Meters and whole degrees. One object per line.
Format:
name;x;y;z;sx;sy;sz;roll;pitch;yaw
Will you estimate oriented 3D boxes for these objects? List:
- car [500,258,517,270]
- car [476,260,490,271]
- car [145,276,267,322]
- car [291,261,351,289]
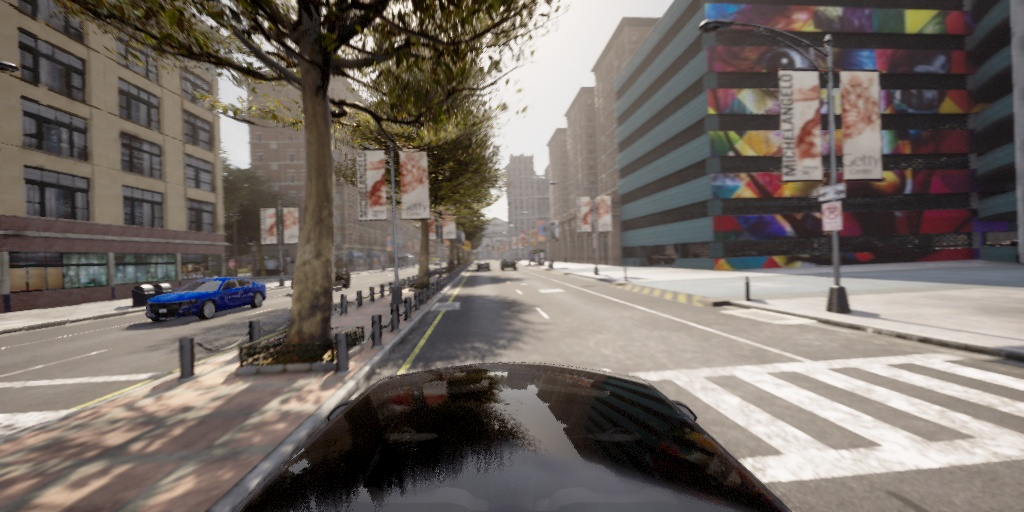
car;-0.571;1.078;51.399;2.097;1.767;4.553;-2;0;-5
car;-4.108;1.349;51.584;2.128;1.511;4.902;-2;0;-5
car;-12.631;1.682;15.226;1.882;1.535;5.008;-2;0;-5
car;-13.544;1.450;25.890;2.150;2.045;5.566;-2;0;-4
